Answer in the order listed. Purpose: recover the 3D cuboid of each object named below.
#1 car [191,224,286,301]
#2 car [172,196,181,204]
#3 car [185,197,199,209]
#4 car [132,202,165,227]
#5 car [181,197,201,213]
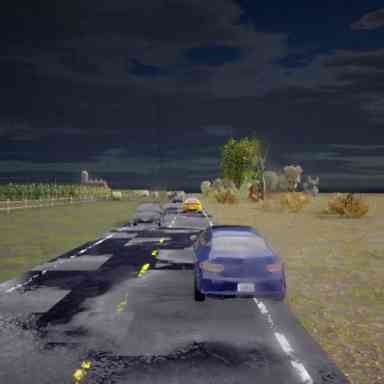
[{"bbox_3d":[0.951,1.524,8.174,1.812,1.442,4.674,0,0,0],"label":"car"},{"bbox_3d":[-2.844,1.536,65.703,2.033,1.411,5.357,0,0,0],"label":"car"},{"bbox_3d":[-0.041,1.467,47.244,1.882,1.535,5.008,0,0,1],"label":"car"},{"bbox_3d":[-2.883,1.500,23.006,1.837,1.490,4.892,0,0,0],"label":"car"},{"bbox_3d":[0.026,1.469,37.064,1.882,1.535,5.008,0,0,0],"label":"car"}]
